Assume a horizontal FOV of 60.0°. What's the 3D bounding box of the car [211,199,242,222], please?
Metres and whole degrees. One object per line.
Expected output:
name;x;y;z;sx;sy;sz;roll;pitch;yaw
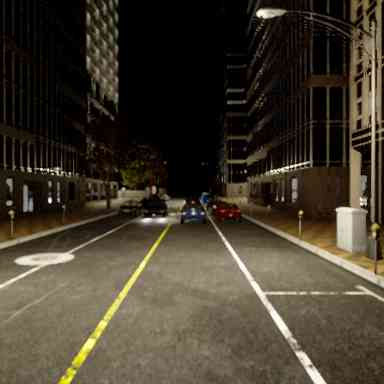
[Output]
car;2.687;1.475;25.352;1.887;1.381;4.507;0;0;0

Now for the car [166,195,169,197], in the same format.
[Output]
car;-5.776;1.300;65.251;1.947;1.339;4.313;0;0;0

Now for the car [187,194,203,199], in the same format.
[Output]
car;0.093;1.358;41.506;1.882;1.535;5.008;0;1;0

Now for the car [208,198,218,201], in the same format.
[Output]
car;2.686;1.497;31.050;1.802;1.307;4.206;0;0;0

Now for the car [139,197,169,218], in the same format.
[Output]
car;-3.076;1.467;29.639;2.033;1.411;5.357;0;0;0

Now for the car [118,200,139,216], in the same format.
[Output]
car;-5.694;1.466;31.050;2.008;1.369;4.403;0;0;0

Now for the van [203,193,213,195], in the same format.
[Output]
van;2.687;1.156;53.855;1.690;1.788;3.998;0;0;0

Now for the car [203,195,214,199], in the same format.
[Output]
car;2.686;1.427;42.451;2.008;1.369;4.403;0;0;0

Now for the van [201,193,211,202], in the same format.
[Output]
van;2.768;1.076;65.252;1.690;1.788;3.998;0;0;0

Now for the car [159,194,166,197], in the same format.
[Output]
car;-5.695;1.380;53.855;1.947;1.339;4.313;0;0;0

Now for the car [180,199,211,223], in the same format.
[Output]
car;0.096;1.480;24.723;2.033;1.411;5.357;0;0;0

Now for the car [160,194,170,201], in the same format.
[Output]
car;-5.825;1.207;72.484;1.752;1.417;4.829;0;0;0
